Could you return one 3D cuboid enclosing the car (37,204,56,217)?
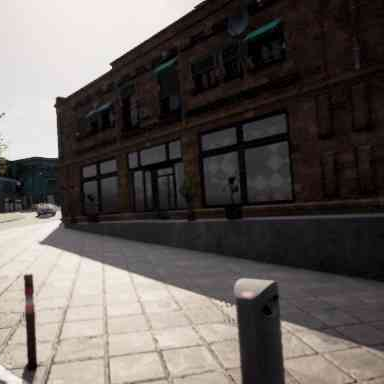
[{"bbox_3d":[-16.710,2.066,38.156,2.033,1.411,5.357,-3,0,-21],"label":"car"}]
